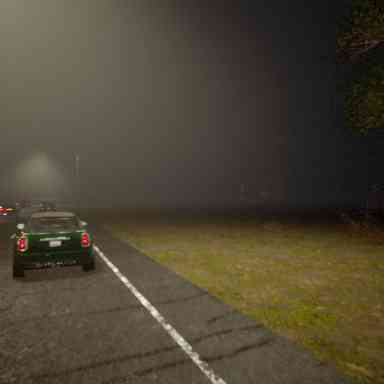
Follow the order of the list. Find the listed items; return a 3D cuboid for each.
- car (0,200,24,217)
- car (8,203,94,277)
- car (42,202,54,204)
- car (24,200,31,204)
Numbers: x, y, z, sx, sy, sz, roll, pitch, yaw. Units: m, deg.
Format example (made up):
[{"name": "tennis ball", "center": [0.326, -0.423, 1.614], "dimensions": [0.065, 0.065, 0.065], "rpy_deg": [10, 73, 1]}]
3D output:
[{"name": "car", "center": [-17.547, 1.744, 31.820], "dimensions": [1.837, 1.490, 4.892], "rpy_deg": [0, -1, -24]}, {"name": "car", "center": [-4.527, 1.426, 10.880], "dimensions": [2.097, 1.767, 4.553], "rpy_deg": [0, 0, -24]}, {"name": "car", "center": [-16.243, 1.803, 37.554], "dimensions": [2.033, 1.411, 5.357], "rpy_deg": [0, 0, -24]}, {"name": "car", "center": [-26.686, 1.921, 52.620], "dimensions": [2.033, 1.411, 5.357], "rpy_deg": [0, 0, -24]}]
